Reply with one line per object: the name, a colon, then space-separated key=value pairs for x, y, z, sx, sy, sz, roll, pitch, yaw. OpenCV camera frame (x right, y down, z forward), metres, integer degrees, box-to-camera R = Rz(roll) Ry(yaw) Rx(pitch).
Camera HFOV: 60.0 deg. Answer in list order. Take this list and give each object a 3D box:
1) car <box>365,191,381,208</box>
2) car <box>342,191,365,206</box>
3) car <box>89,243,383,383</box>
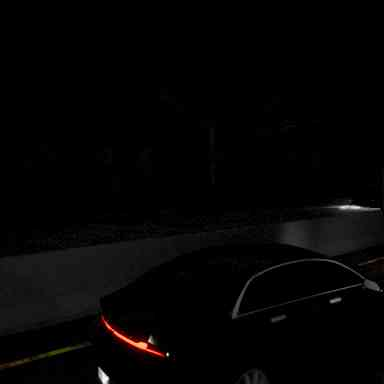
car: x=17.851 y=0.587 z=29.653 sx=4.892 sy=1.490 sz=1.837 roll=-2 pitch=1 yaw=-36
car: x=16.820 y=0.605 z=33.217 sx=4.181 sy=1.385 sz=1.994 roll=-2 pitch=1 yaw=-36
car: x=1.134 y=1.476 z=4.564 sx=4.892 sy=1.490 sz=1.837 roll=-1 pitch=1 yaw=-35
